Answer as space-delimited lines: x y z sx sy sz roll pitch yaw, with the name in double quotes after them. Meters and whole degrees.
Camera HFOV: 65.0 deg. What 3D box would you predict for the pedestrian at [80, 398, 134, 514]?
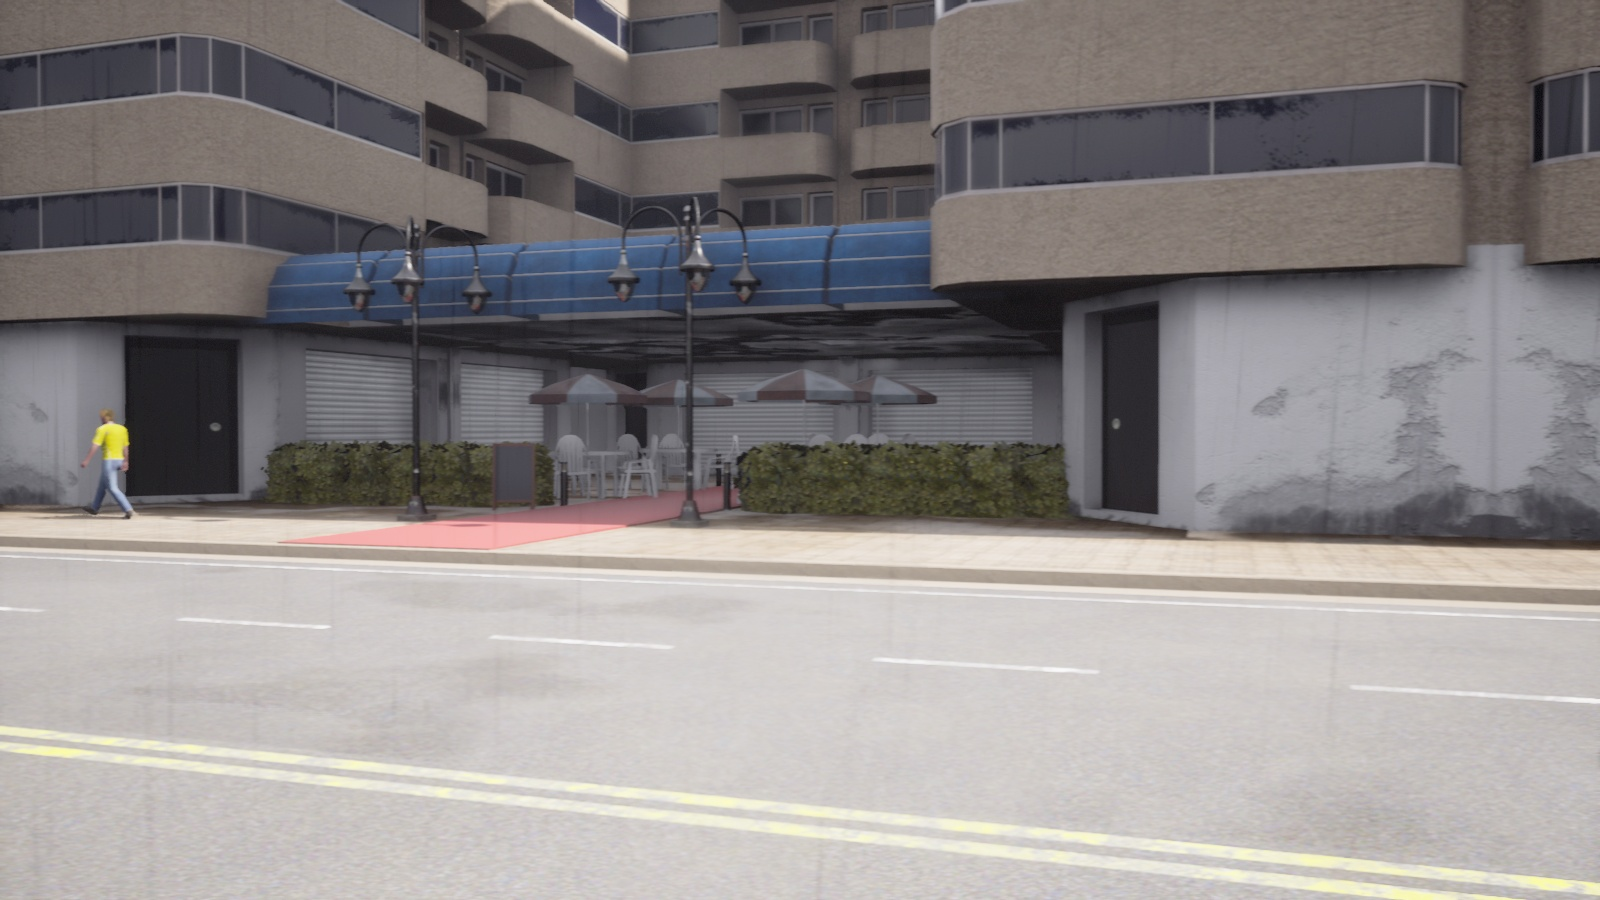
-11.150 0.089 20.199 0.706 1.836 0.354 1 1 15 "pedestrian"
